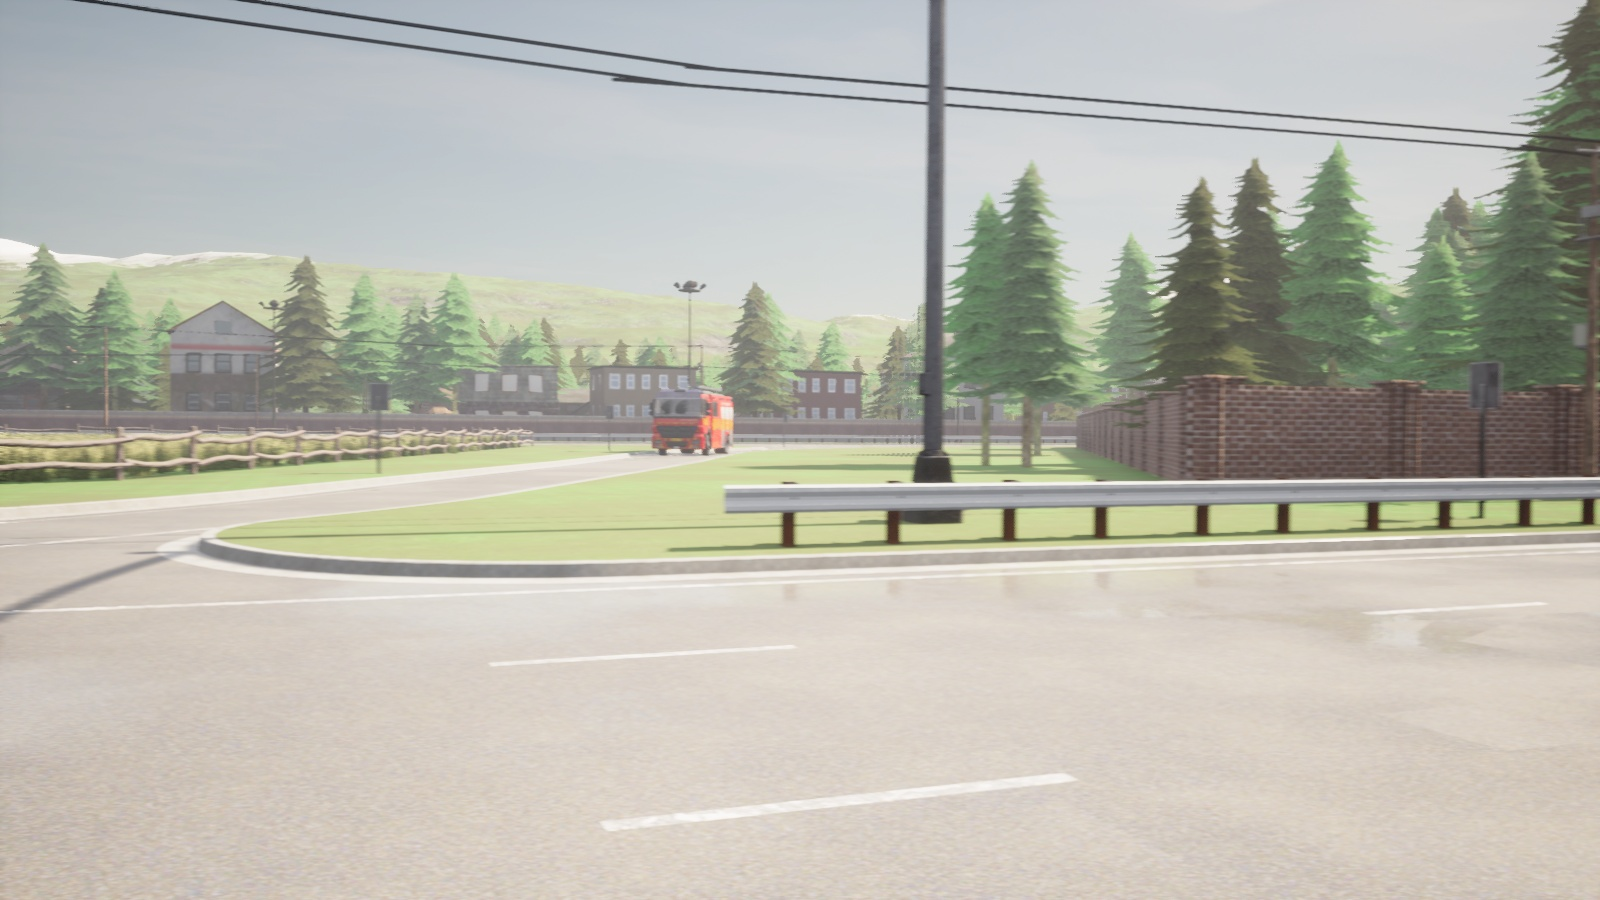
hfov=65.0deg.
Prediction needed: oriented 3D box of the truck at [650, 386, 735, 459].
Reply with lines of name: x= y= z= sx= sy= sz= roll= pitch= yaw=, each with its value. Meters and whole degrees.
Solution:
truck: x=-5.894 y=-1.508 z=70.468 sx=2.891 sy=3.827 sz=8.468 roll=-1 pitch=1 yaw=8
